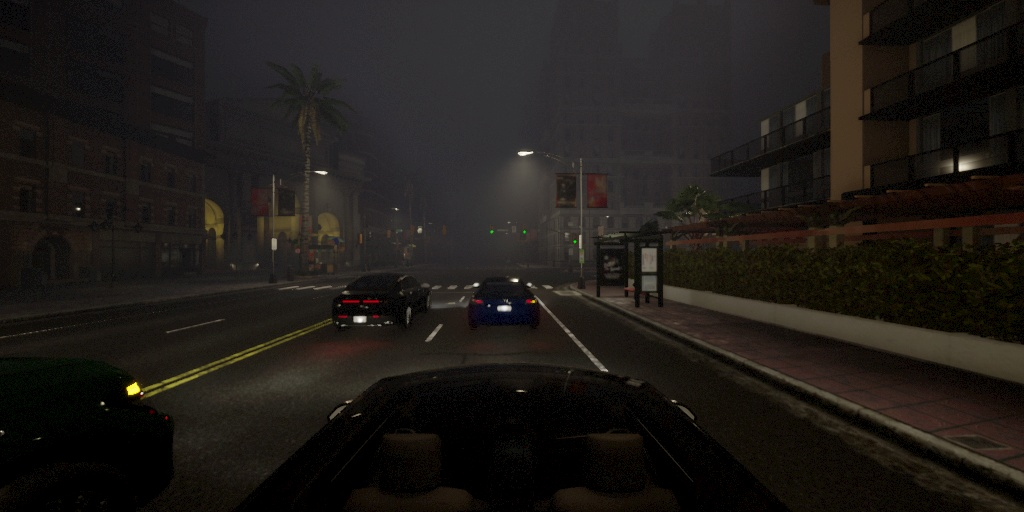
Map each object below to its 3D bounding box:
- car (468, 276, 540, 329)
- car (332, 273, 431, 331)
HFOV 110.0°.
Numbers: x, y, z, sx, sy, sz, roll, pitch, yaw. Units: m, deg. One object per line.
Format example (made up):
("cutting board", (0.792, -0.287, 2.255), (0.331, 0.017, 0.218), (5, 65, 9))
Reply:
("car", (-0.275, 1.321, 11.250), (1.994, 1.385, 4.181), (0, 0, -2))
("car", (-3.771, 1.263, 11.080), (1.837, 1.490, 4.892), (0, 0, -2))
